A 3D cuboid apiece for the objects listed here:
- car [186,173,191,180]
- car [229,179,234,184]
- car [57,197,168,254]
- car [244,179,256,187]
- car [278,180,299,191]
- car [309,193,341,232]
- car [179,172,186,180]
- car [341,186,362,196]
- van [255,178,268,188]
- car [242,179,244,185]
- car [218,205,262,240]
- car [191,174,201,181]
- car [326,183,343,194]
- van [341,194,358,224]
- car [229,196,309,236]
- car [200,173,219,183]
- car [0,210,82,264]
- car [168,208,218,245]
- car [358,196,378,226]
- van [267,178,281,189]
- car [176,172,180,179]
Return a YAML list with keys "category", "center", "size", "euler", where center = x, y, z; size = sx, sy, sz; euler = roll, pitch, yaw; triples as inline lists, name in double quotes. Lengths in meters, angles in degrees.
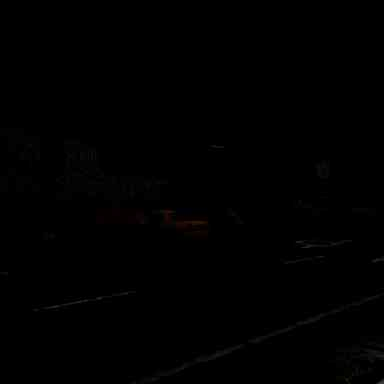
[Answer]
- category: "car"
  center: [1.264, -3.855, 86.965]
  size: [2.185, 1.767, 4.553]
  euler: [6, 3, 34]
- category: "car"
  center: [10.036, -2.322, 74.745]
  size: [2.002, 1.452, 4.674]
  euler: [7, 3, 35]
- category: "car"
  center: [-4.027, 1.246, 13.685]
  size: [5.566, 2.045, 2.435]
  euler: [-1, -1, 34]
- category: "car"
  center: [13.618, -1.817, 69.968]
  size: [1.946, 1.575, 5.366]
  euler: [7, 3, 35]
- category: "car"
  center: [18.694, -0.997, 62.412]
  size: [2.231, 1.521, 4.892]
  euler: [7, 3, 35]
- category: "car"
  center: [5.829, 1.265, 20.619]
  size: [5.566, 2.045, 2.435]
  euler: [-1, -1, 35]
- category: "car"
  center: [-0.470, -4.090, 89.432]
  size: [2.185, 1.767, 4.553]
  euler: [4, 1, 33]
- category: "car"
  center: [25.612, 0.132, 52.566]
  size: [2.002, 1.452, 4.674]
  euler: [7, 3, 35]
- category: "van"
  center: [15.197, -1.769, 67.240]
  size: [1.878, 1.987, 4.442]
  euler: [7, 4, 35]
- category: "car"
  center: [11.783, -2.048, 72.285]
  size: [2.002, 1.452, 4.674]
  euler: [7, 3, 35]
- category: "car"
  center: [0.894, 1.546, 17.148]
  size: [4.674, 1.452, 2.002]
  euler: [-1, -1, 35]
- category: "car"
  center: [3.063, -3.703, 84.502]
  size: [2.435, 2.045, 5.566]
  euler: [7, 3, 34]
- category: "car"
  center: [23.917, -0.431, 55.035]
  size: [2.435, 2.045, 5.566]
  euler: [7, 3, 35]
- category: "van"
  center: [8.364, 1.294, 22.293]
  size: [4.442, 1.987, 1.878]
  euler: [-1, -1, 35]
- category: "car"
  center: [3.318, 1.260, 18.910]
  size: [5.566, 2.045, 2.435]
  euler: [-1, -1, 35]
- category: "car"
  center: [4.918, -3.181, 82.246]
  size: [1.946, 1.575, 5.366]
  euler: [7, 3, 34]
- category: "car"
  center: [-6.468, 1.523, 11.935]
  size: [4.792, 1.488, 2.163]
  euler: [-1, -1, 34]
- category: "car"
  center: [-1.710, 1.501, 15.516]
  size: [5.366, 1.575, 1.946]
  euler: [-1, -1, 34]
- category: "car"
  center: [10.770, 1.400, 24.047]
  size: [4.553, 1.767, 2.185]
  euler: [-1, -1, 35]
- category: "van"
  center: [16.930, -1.496, 64.771]
  size: [1.878, 1.987, 4.442]
  euler: [7, 4, 35]
- category: "car"
  center: [-2.245, -4.367, 91.777]
  size: [2.435, 2.045, 5.566]
  euler: [1, -1, 34]
